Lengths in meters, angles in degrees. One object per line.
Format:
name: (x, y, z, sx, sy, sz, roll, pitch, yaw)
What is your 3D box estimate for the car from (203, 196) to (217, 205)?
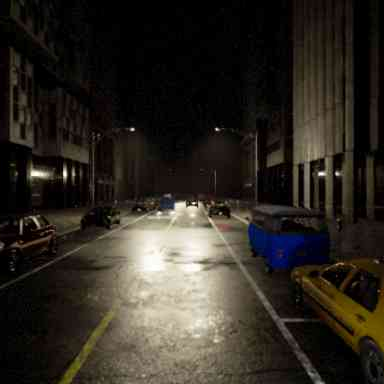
car: (2.770, 1.576, 44.105, 1.887, 1.381, 4.507, 0, 0, 0)

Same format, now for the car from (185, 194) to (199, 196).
car: (0.008, 1.573, 65.682, 1.812, 1.442, 4.674, 0, 0, 0)

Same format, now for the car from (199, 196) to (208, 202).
car: (2.774, 1.625, 77.925, 1.947, 1.339, 4.313, 0, 0, 0)

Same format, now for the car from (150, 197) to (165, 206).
car: (-5.753, 1.591, 55.368, 2.008, 1.369, 4.403, 0, 0, 0)

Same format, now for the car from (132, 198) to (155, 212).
car: (-5.755, 1.593, 38.460, 1.947, 1.339, 4.313, 0, 0, 0)

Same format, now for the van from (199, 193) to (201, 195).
van: (2.774, 1.391, 66.652, 1.690, 1.788, 3.998, 0, 0, 0)

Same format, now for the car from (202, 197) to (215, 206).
car: (2.772, 1.607, 55.378, 1.947, 1.339, 4.313, 0, 0, 0)

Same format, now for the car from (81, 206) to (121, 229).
car: (-5.757, 1.580, 21.550, 1.947, 1.339, 4.313, 0, 0, 0)

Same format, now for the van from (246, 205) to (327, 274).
van: (2.767, 1.347, 10.285, 1.690, 1.788, 3.998, 0, 0, 0)

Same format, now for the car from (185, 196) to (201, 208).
car: (0.011, 1.637, 49.227, 1.895, 1.301, 4.718, 0, 0, 0)

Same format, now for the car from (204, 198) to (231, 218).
car: (2.358, 1.525, 29.902, 1.837, 1.490, 4.892, 0, 0, 0)

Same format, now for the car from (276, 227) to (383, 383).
car: (2.766, 1.528, 4.818, 1.752, 1.417, 4.829, 0, 0, 0)

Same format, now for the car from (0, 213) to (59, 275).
car: (-5.758, 1.446, 10.279, 1.967, 1.590, 4.097, 0, 0, 0)

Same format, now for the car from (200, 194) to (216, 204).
car: (2.772, 1.351, 49.742, 2.192, 1.841, 5.009, 0, 0, 0)

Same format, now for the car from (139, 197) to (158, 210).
car: (-5.754, 1.471, 44.096, 1.967, 1.590, 4.097, 0, 0, 0)

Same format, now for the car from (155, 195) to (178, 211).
car: (-3.084, 1.507, 40.979, 1.882, 1.535, 5.008, 0, 0, 0)
